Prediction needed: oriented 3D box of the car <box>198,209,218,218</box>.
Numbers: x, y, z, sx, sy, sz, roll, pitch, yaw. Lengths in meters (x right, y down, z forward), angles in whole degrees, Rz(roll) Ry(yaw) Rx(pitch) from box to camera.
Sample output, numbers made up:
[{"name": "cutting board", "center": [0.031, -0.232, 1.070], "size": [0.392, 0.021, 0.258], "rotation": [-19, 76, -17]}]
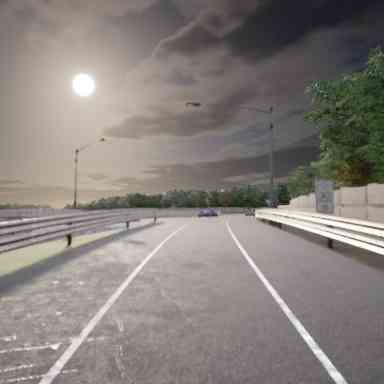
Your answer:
[{"name": "car", "center": [2.773, 3.716, 56.586], "size": [1.812, 1.442, 4.674], "rotation": [-2, -4, 32]}]

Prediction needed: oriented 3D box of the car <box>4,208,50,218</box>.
[{"name": "car", "center": [-16.221, 2.367, 34.210], "size": [5.357, 1.411, 2.033], "rotation": [3, -4, -41]}]

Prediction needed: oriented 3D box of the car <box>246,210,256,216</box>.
[{"name": "car", "center": [14.131, 5.105, 79.792], "size": [2.128, 1.511, 4.902], "rotation": [-1, -4, 19]}]
